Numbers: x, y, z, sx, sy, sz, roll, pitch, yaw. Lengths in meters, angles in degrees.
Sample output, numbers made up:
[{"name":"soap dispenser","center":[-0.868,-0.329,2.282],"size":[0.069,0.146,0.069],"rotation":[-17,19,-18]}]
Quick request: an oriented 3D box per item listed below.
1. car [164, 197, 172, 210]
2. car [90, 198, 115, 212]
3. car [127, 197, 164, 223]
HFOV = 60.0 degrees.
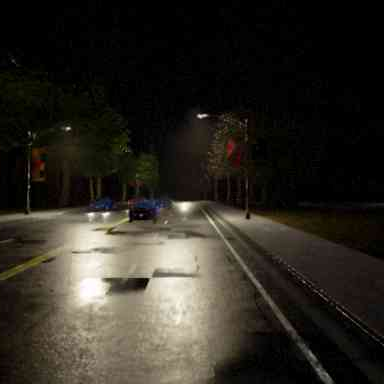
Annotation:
[{"name":"car","center":[-3.539,1.387,41.697],"size":[1.882,1.535,5.008],"rotation":[0,0,-1]},{"name":"car","center":[-10.157,1.387,37.989],"size":[1.882,1.535,5.008],"rotation":[0,-1,0]},{"name":"car","center":[-3.373,1.374,24.365],"size":[1.882,1.535,5.008],"rotation":[0,0,-1]}]
